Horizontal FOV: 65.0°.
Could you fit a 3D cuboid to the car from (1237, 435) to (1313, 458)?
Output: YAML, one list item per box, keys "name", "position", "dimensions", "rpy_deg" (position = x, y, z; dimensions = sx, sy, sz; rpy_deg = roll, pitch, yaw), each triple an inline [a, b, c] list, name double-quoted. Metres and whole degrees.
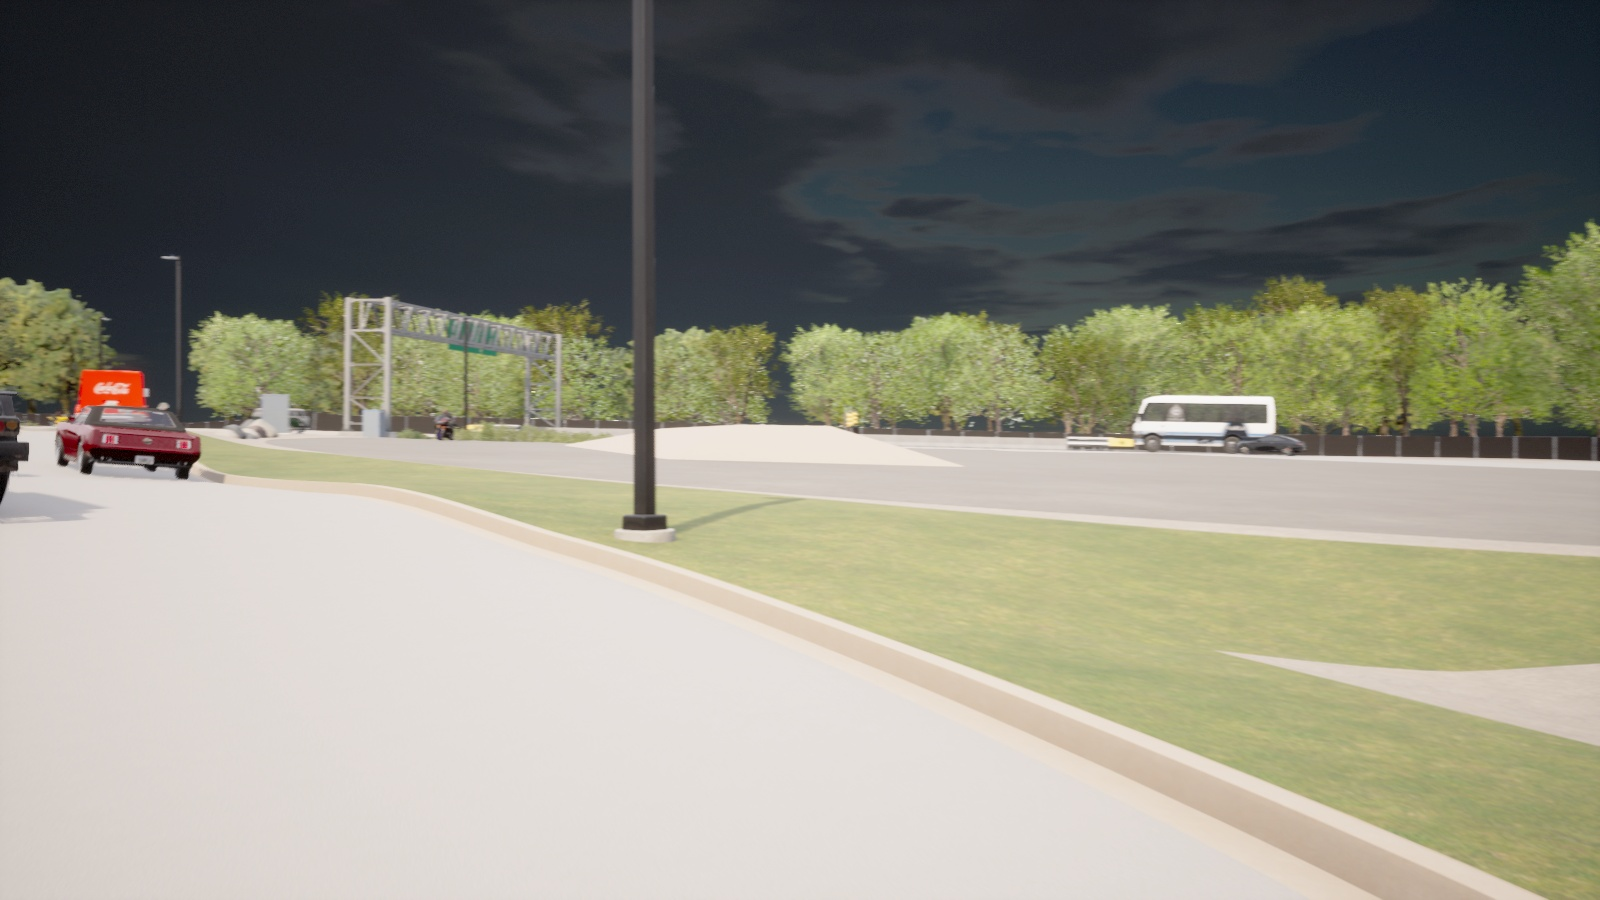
- name: "car"
  position: [33.159, -0.277, 87.721]
  dimensions: [4.674, 1.442, 1.812]
  rpy_deg: [2, 1, 31]

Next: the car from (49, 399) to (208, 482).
- name: "car"
  position: [-13.143, -0.225, 24.427]
  dimensions: [1.895, 1.301, 4.718]
  rpy_deg: [6, -1, -38]

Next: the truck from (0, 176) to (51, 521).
- name: "truck"
  position: [-11.734, -1.242, 14.411]
  dimensions: [7.936, 3.462, 2.891]
  rpy_deg: [4, 2, 40]

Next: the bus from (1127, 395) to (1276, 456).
- name: "bus"
  position: [29.841, -1.864, 93.463]
  dimensions: [10.273, 4.253, 3.944]
  rpy_deg: [2, 2, 20]

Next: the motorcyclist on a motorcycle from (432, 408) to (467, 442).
- name: "motorcyclist on a motorcycle"
  position: [-16.418, -1.167, 58.831]
  dimensions: [0.866, 1.530, 2.191]
  rpy_deg: [2, 1, 3]

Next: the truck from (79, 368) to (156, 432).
- name: "truck"
  position: [-28.048, -2.023, 51.766]
  dimensions: [2.627, 2.467, 5.204]
  rpy_deg: [0, 1, -27]
